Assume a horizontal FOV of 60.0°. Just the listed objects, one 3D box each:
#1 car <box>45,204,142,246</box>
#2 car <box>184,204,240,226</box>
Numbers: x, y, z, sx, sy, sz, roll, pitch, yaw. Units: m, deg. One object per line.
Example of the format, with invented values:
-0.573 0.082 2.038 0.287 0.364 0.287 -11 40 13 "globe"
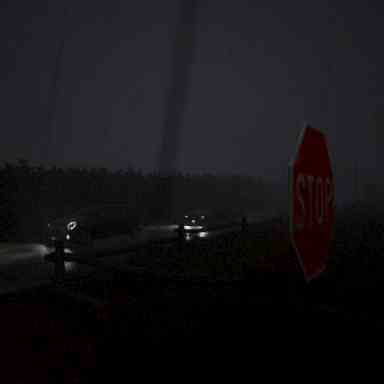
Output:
-4.578 1.403 15.880 2.097 1.767 4.553 0 0 36 "car"
1.648 1.592 24.574 2.033 1.411 5.357 0 0 36 "car"
